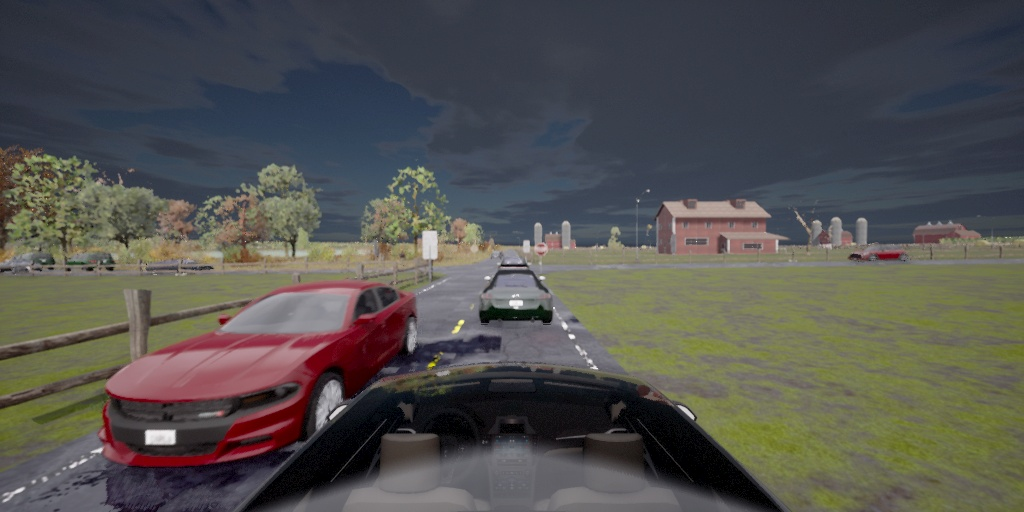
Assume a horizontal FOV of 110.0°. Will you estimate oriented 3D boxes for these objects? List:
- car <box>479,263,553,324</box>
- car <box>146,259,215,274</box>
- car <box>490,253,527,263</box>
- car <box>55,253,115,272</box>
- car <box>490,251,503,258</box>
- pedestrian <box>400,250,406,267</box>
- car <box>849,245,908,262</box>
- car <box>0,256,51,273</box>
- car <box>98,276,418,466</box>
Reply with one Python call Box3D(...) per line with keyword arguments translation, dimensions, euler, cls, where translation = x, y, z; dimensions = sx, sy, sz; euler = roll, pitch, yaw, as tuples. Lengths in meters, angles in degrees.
Box3D(translation=(0.095, 1.096, 10.919), dimensions=(1.994, 1.385, 4.181), euler=(0, 1, 0), cls="car")
Box3D(translation=(-31.559, 0.963, 34.181), dimensions=(5.357, 1.411, 2.033), euler=(-1, 2, 2), cls="car")
Box3D(translation=(0.125, 0.789, 20.910), dimensions=(2.128, 1.511, 4.902), euler=(0, 1, 1), cls="car")
Box3D(translation=(-46.151, 0.693, 39.072), dimensions=(5.566, 2.045, 2.150), euler=(0, 2, 16), cls="car")
Box3D(translation=(-2.827, -0.189, 64.086), dimensions=(1.812, 1.442, 4.674), euler=(0, 1, 0), cls="car")
Box3D(translation=(-12.185, 0.268, 39.864), dimensions=(0.375, 1.860, 0.375), euler=(0, 3, 0), cls="pedestrian")
Box3D(translation=(37.159, -0.292, 36.457), dimensions=(4.553, 1.767, 2.097), euler=(-1, 2, 1), cls="car")
Box3D(translation=(-51.811, 1.077, 37.804), dimensions=(4.902, 1.511, 2.128), euler=(0, 2, 20), cls="car")
Box3D(translation=(-2.848, 1.140, 5.397), dimensions=(1.882, 1.535, 5.008), euler=(0, 1, 0), cls="car")
